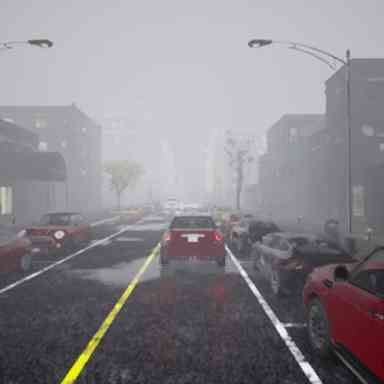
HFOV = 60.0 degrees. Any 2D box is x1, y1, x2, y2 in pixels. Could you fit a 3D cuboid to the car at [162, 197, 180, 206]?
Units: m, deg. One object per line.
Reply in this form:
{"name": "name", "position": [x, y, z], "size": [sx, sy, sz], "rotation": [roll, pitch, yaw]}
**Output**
{"name": "car", "position": [-3.074, 1.875, 52.838], "size": [2.150, 2.045, 5.566], "rotation": [0, -1, 0]}

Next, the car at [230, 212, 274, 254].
{"name": "car", "position": [2.697, 1.740, 14.147], "size": [1.947, 1.339, 4.313], "rotation": [0, -1, 0]}

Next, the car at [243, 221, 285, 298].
{"name": "car", "position": [2.697, 1.673, 8.614], "size": [1.947, 1.339, 4.313], "rotation": [0, -1, 0]}

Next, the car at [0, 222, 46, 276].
{"name": "car", "position": [-5.684, 1.689, 8.616], "size": [1.802, 1.307, 4.206], "rotation": [1, -1, 0]}

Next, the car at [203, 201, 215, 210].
{"name": "car", "position": [2.827, 2.268, 55.374], "size": [1.802, 1.307, 4.206], "rotation": [0, -1, 0]}

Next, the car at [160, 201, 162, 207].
{"name": "car", "position": [-5.812, 2.113, 54.276], "size": [1.967, 1.590, 4.097], "rotation": [0, -1, 0]}

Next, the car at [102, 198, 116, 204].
{"name": "car", "position": [-19.996, 2.134, 77.716], "size": [4.507, 1.381, 1.887], "rotation": [1, -2, 0]}

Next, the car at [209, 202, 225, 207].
{"name": "car", "position": [2.758, 1.902, 30.610], "size": [1.752, 1.417, 4.829], "rotation": [0, -1, 0]}

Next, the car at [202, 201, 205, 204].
{"name": "car", "position": [2.827, 2.139, 46.374], "size": [1.947, 1.339, 4.313], "rotation": [0, -1, 0]}

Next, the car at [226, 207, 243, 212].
{"name": "car", "position": [2.704, 1.783, 19.374], "size": [1.887, 1.381, 4.507], "rotation": [0, -1, 0]}

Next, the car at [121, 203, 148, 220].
{"name": "car", "position": [-5.752, 1.922, 32.222], "size": [1.752, 1.417, 4.829], "rotation": [1, -1, 0]}

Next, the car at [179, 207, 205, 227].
{"name": "car", "position": [0.039, 1.930, 26.764], "size": [1.895, 1.301, 4.718], "rotation": [0, -1, 1]}

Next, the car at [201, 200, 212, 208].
{"name": "car", "position": [2.827, 2.345, 64.376], "size": [1.887, 1.381, 4.507], "rotation": [0, -1, 0]}

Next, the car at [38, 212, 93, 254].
{"name": "car", "position": [-5.682, 1.615, 14.150], "size": [1.967, 1.590, 4.097], "rotation": [1, -1, 0]}

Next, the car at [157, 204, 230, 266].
{"name": "car", "position": [0.046, 1.503, 12.317], "size": [2.097, 1.767, 4.553], "rotation": [0, -1, 1]}

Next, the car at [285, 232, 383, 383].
{"name": "car", "position": [2.699, 1.354, 3.085], "size": [2.192, 1.841, 5.009], "rotation": [0, -1, 0]}

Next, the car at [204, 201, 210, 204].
{"name": "car", "position": [2.798, 2.029, 38.830], "size": [2.008, 1.369, 4.403], "rotation": [0, -1, 0]}

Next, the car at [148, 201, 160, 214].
{"name": "car", "position": [-5.806, 2.087, 43.456], "size": [2.008, 1.369, 4.403], "rotation": [0, -1, 0]}
